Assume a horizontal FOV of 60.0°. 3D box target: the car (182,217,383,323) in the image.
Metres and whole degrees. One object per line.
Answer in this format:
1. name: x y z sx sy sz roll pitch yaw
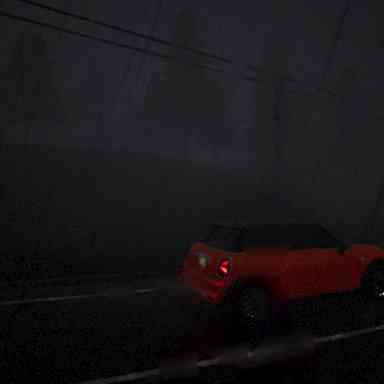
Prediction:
1. car: 2.170 1.365 7.230 4.553 1.767 2.097 0 0 -22
